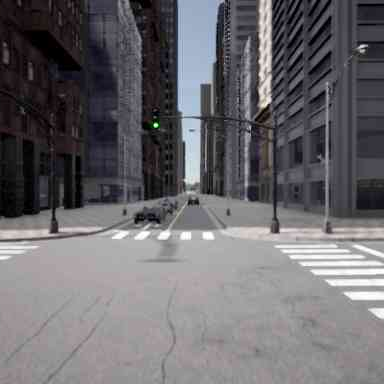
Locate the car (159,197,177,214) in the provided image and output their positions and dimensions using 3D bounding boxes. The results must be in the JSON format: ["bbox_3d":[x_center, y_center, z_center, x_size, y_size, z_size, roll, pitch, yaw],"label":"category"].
[{"bbox_3d":[-2.933,1.567,34.682,1.994,1.385,4.181,0,0,1],"label":"car"}]

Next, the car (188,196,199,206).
[{"bbox_3d":[0.256,1.495,54.810,1.882,1.535,5.008,0,0,0],"label":"car"}]

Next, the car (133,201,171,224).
[{"bbox_3d":[-2.986,1.601,24.595,1.895,1.301,4.718,0,0,3],"label":"car"}]

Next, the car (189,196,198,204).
[{"bbox_3d":[0.307,1.536,65.237,1.837,1.490,4.892,0,0,0],"label":"car"}]
